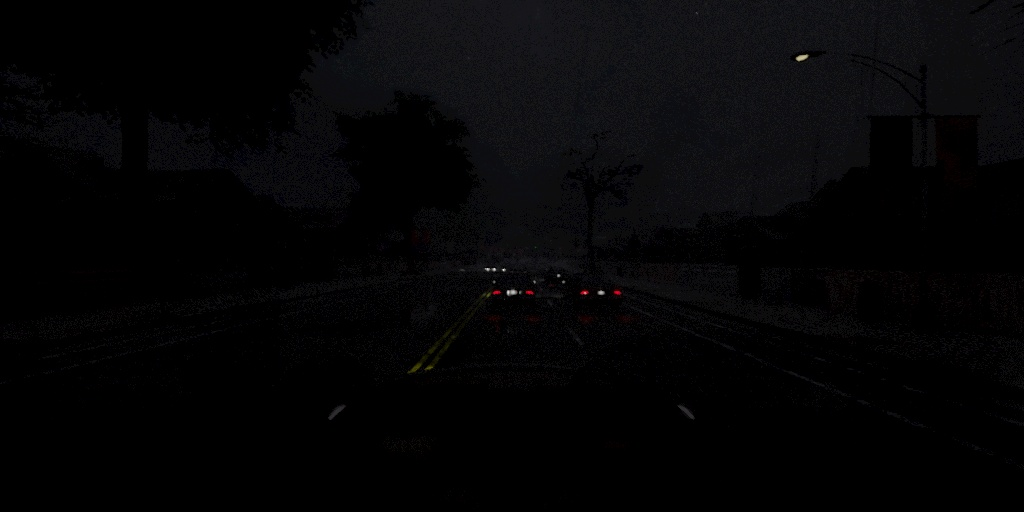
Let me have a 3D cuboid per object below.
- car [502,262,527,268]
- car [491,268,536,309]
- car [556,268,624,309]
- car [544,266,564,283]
[{"bbox_3d":[0.600,1.508,31.071,2.128,1.511,4.902,0,0,2],"label":"car"},{"bbox_3d":[0.093,1.428,15.811,2.033,1.411,5.357,0,0,1],"label":"car"},{"bbox_3d":[3.342,1.429,15.748,2.033,1.411,5.357,0,0,1],"label":"car"},{"bbox_3d":[3.850,1.579,30.946,1.994,1.385,4.181,0,0,2],"label":"car"}]
